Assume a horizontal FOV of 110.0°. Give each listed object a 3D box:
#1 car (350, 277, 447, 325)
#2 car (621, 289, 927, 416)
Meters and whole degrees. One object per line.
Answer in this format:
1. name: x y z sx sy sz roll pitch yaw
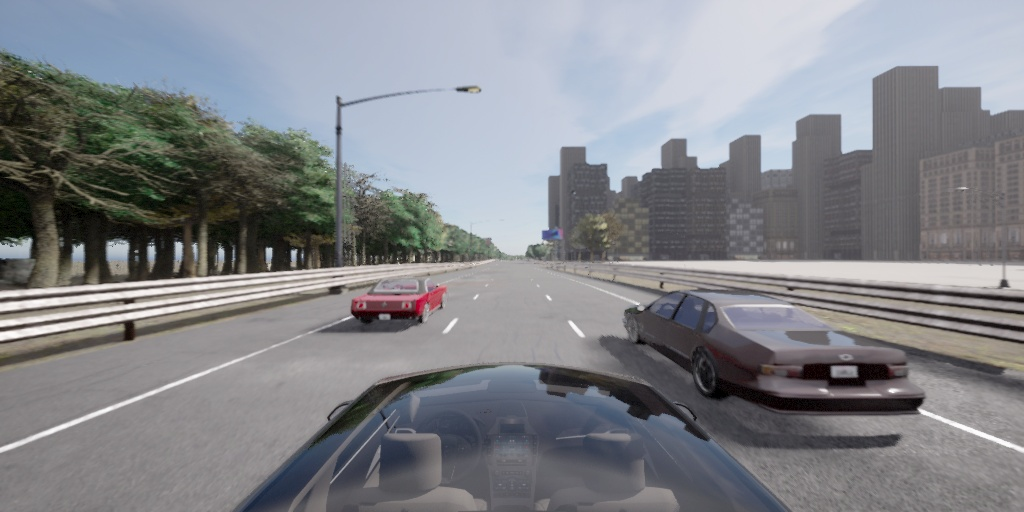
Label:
1. car: -3.398 1.347 11.822 1.895 1.301 4.718 0 0 0
2. car: 3.600 1.295 6.397 2.033 1.411 5.357 0 0 0
